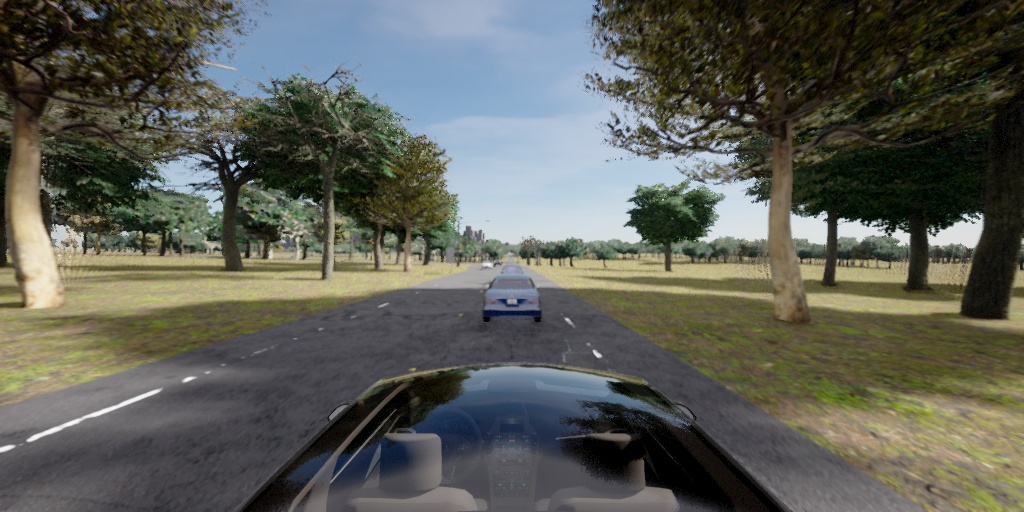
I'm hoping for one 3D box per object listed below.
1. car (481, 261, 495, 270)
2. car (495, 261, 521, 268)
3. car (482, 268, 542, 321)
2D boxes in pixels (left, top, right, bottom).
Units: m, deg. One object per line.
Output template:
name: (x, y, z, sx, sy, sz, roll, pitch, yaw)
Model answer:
car: (-4.224, 1.562, 60.595, 1.812, 1.442, 4.674, 0, 0, -5)
car: (0.017, 1.357, 27.493, 2.033, 1.411, 5.357, 0, 0, 0)
car: (0.021, 1.310, 12.443, 2.033, 1.411, 5.357, 0, 0, 1)
